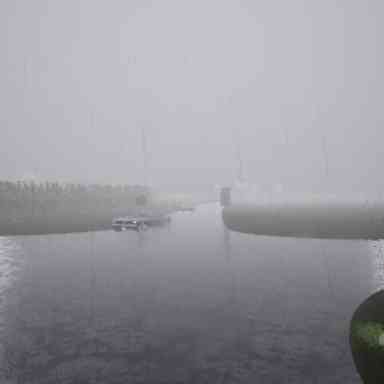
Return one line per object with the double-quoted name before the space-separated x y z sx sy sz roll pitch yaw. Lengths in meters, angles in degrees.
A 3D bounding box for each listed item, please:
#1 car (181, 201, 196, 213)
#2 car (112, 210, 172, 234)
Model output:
"car" -0.447 2.108 47.011 1.837 1.490 4.892 0 0 5
"car" -3.165 1.878 21.730 1.895 1.301 4.718 0 -1 23
